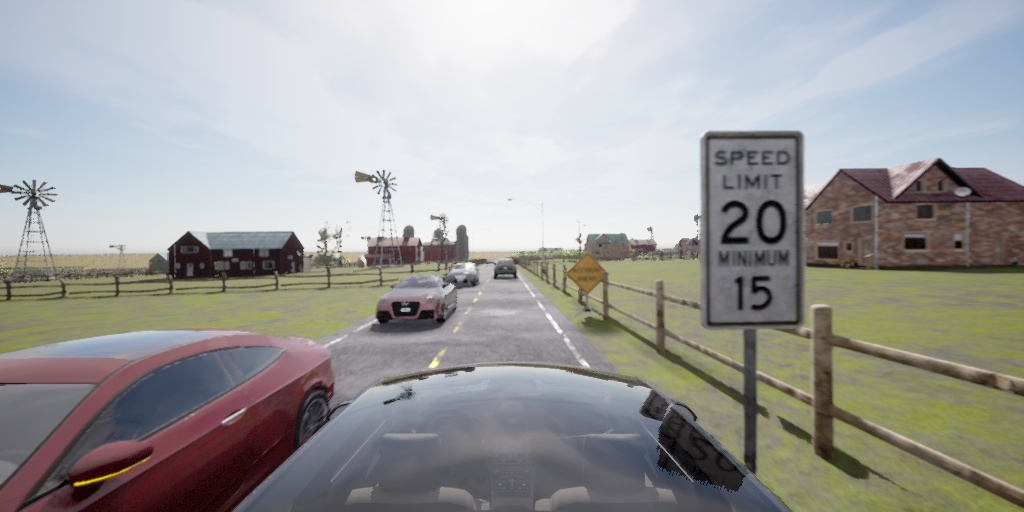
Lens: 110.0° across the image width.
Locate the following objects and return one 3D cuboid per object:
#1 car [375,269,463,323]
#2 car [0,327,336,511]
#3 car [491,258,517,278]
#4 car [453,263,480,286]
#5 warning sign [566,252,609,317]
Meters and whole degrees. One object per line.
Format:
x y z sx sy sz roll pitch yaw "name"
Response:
-3.028 1.339 12.157 1.994 1.385 4.181 -1 0 0 "car"
-2.806 1.312 2.221 1.812 1.442 4.674 -1 0 -2 "car"
-0.604 1.073 33.707 2.097 1.767 4.553 -1 0 -1 "car"
-3.311 1.255 25.274 2.128 1.511 4.902 -1 0 -1 "car"
2.294 0.822 10.948 1.300 1.860 1.060 0 0 -1 "warning sign"
